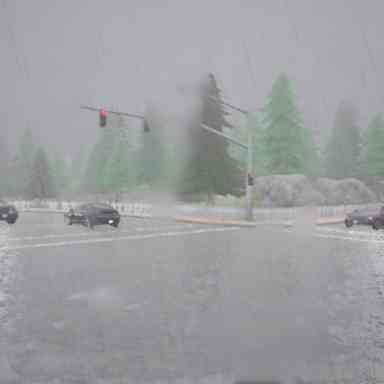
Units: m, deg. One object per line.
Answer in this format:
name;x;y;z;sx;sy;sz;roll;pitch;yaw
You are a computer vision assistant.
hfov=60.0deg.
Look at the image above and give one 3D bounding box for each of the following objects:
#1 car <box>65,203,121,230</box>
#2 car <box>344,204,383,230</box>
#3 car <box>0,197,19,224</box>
car;-6.327;1.452;20.909;1.837;1.490;4.892;1;-1;-43
car;11.476;1.474;20.802;4.674;1.442;1.812;0;0;-35
car;-14.273;1.192;22.951;5.566;2.045;2.150;0;0;35
